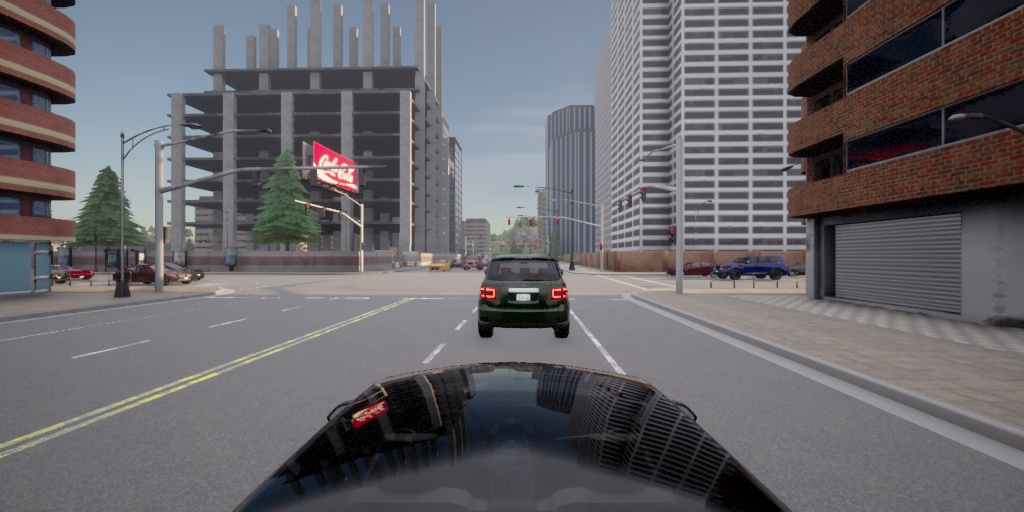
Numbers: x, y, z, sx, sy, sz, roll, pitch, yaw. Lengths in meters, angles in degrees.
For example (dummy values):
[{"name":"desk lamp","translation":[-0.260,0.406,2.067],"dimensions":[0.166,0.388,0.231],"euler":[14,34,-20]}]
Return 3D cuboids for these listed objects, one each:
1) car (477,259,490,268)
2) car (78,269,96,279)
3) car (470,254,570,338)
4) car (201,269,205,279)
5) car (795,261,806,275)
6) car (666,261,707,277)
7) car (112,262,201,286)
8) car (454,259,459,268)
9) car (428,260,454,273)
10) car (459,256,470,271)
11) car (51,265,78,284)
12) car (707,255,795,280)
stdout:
[{"name":"car","translation":[-4.856,1.275,61.635],"dimensions":[1.812,1.442,4.674],"euler":[0,0,3]},{"name":"car","translation":[-36.494,1.351,28.655],"dimensions":[4.718,1.301,1.895],"euler":[0,0,2]},{"name":"car","translation":[0.339,0.971,10.313],"dimensions":[2.150,2.045,5.566],"euler":[0,0,2]},{"name":"car","translation":[-27.202,1.228,28.350],"dimensions":[5.008,1.535,1.882],"euler":[0,0,2]},{"name":"car","translation":[27.241,1.240,33.765],"dimensions":[4.902,1.511,2.128],"euler":[0,0,2]},{"name":"car","translation":[17.312,1.228,34.099],"dimensions":[5.008,1.535,1.882],"euler":[0,0,2]},{"name":"car","translation":[-24.760,1.276,24.769],"dimensions":[4.674,1.442,1.812],"euler":[0,0,2]},{"name":"car","translation":[-8.567,1.227,56.503],"dimensions":[1.882,1.535,5.008],"euler":[0,0,2]},{"name":"car","translation":[-9.016,1.227,44.865],"dimensions":[1.882,1.535,5.008],"euler":[0,0,2]},{"name":"car","translation":[-5.334,0.972,49.440],"dimensions":[2.150,2.045,5.566],"euler":[0,0,2]},{"name":"car","translation":[-34.005,1.255,25.071],"dimensions":[4.892,1.490,1.837],"euler":[0,0,2]},{"name":"car","translation":[20.227,0.971,30.505],"dimensions":[5.566,2.045,2.150],"euler":[0,0,2]}]
